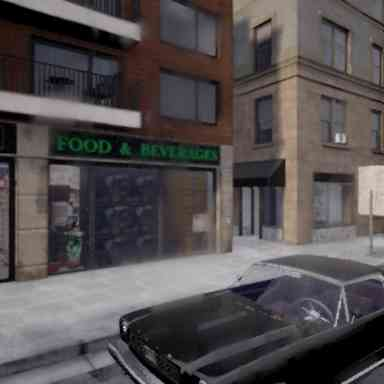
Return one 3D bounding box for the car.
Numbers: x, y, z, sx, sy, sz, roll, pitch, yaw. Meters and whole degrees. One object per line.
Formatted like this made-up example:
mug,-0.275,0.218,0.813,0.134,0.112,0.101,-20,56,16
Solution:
car,1.409,1.613,4.390,4.718,1.301,1.895,0,0,-36
